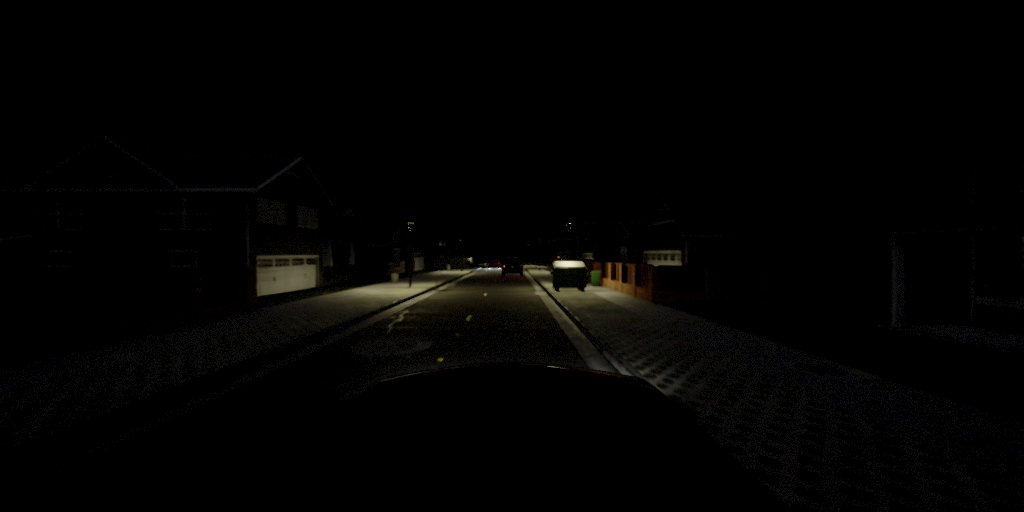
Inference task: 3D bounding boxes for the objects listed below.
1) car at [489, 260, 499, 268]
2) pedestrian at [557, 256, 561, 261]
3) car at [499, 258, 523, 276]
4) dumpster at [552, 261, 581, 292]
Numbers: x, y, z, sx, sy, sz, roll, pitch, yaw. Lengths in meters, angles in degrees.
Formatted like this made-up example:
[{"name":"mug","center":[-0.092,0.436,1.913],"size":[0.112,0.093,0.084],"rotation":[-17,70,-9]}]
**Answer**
[{"name":"car","center":[-2.800,1.256,59.254],"size":[1.895,1.301,4.718],"rotation":[0,0,1]},{"name":"pedestrian","center":[2.802,0.872,20.976],"size":[0.375,1.860,0.375],"rotation":[0,1,-10]},{"name":"car","center":[0.057,1.056,36.047],"size":[2.097,1.767,4.553],"rotation":[0,0,0]},{"name":"dumpster","center":[3.006,1.127,20.011],"size":[1.020,1.700,1.940],"rotation":[0,0,0]}]
